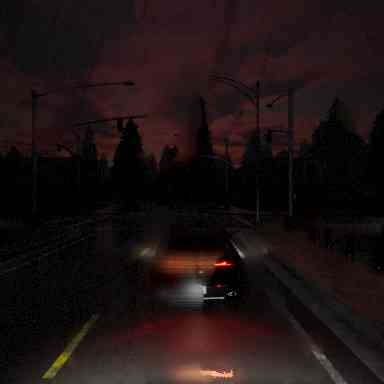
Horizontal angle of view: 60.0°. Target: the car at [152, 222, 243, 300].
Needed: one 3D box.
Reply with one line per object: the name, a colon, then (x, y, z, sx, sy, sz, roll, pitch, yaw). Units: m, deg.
car: (0.110, 1.505, 8.370, 1.837, 1.490, 4.892, 0, 0, 0)
